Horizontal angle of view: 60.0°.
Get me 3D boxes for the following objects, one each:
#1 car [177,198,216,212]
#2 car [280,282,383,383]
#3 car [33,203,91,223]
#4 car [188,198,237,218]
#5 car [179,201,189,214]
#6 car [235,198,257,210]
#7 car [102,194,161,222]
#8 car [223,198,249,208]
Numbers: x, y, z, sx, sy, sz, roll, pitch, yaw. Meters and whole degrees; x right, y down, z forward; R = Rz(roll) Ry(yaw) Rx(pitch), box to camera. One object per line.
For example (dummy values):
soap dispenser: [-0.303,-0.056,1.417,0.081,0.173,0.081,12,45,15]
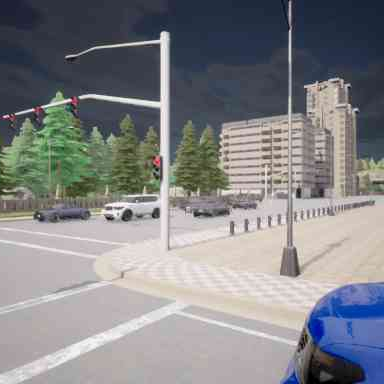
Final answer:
car: [0.641,1.547,40.726,2.033,1.411,5.357,0,0,36]
car: [3.299,1.221,1.613,5.566,2.045,2.150,0,0,36]
car: [-9.999,1.564,25.809,1.994,1.385,4.181,0,0,35]
car: [1.933,1.564,30.152,1.994,1.385,4.181,0,0,36]
car: [1.058,1.491,35.283,2.128,1.511,4.902,0,0,36]
car: [6.884,1.564,43.426,1.994,1.385,4.181,0,0,36]
car: [-4.706,1.221,27.203,2.150,2.045,5.566,0,0,35]
car: [6.465,1.564,48.835,1.994,1.385,4.181,0,0,36]
